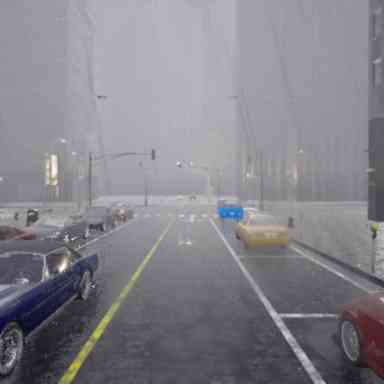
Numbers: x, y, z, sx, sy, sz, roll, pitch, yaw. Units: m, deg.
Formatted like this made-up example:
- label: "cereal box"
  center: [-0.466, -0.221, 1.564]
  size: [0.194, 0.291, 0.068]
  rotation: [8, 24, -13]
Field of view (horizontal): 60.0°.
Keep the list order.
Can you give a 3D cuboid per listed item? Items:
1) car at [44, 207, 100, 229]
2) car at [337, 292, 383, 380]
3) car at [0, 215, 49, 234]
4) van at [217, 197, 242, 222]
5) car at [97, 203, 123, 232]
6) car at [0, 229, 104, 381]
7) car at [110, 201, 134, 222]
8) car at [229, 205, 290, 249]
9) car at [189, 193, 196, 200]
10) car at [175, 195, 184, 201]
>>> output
- label: "car"
  center: [-5.676, 1.536, 14.181]
  size: [2.008, 1.369, 4.403]
  rotation: [-1, 0, 0]
- label: "car"
  center: [2.851, 1.579, 2.934]
  size: [1.802, 1.307, 4.206]
  rotation: [-1, 0, 0]
- label: "car"
  center: [-5.675, 1.536, 8.556]
  size: [1.887, 1.381, 4.507]
  rotation: [-1, 0, 0]
- label: "van"
  center: [2.848, 1.313, 25.431]
  size: [1.690, 1.788, 3.998]
  rotation: [-1, 0, 0]
- label: "car"
  center: [-5.676, 1.544, 19.807]
  size: [1.947, 1.339, 4.313]
  rotation: [-1, 0, 0]
- label: "car"
  center: [-3.100, 1.595, 5.570]
  size: [1.895, 1.301, 4.718]
  rotation: [0, 0, 0]
- label: "car"
  center: [-5.677, 1.411, 25.430]
  size: [1.967, 1.590, 4.097]
  rotation: [-1, 0, 0]
- label: "car"
  center: [2.850, 1.510, 14.353]
  size: [1.752, 1.417, 4.829]
  rotation: [-1, 0, 0]
- label: "car"
  center: [0.122, 1.349, 88.887]
  size: [1.837, 1.490, 4.892]
  rotation: [0, 0, 0]
- label: "car"
  center: [-2.907, 1.370, 79.213]
  size: [1.882, 1.535, 5.008]
  rotation: [0, 0, 0]
